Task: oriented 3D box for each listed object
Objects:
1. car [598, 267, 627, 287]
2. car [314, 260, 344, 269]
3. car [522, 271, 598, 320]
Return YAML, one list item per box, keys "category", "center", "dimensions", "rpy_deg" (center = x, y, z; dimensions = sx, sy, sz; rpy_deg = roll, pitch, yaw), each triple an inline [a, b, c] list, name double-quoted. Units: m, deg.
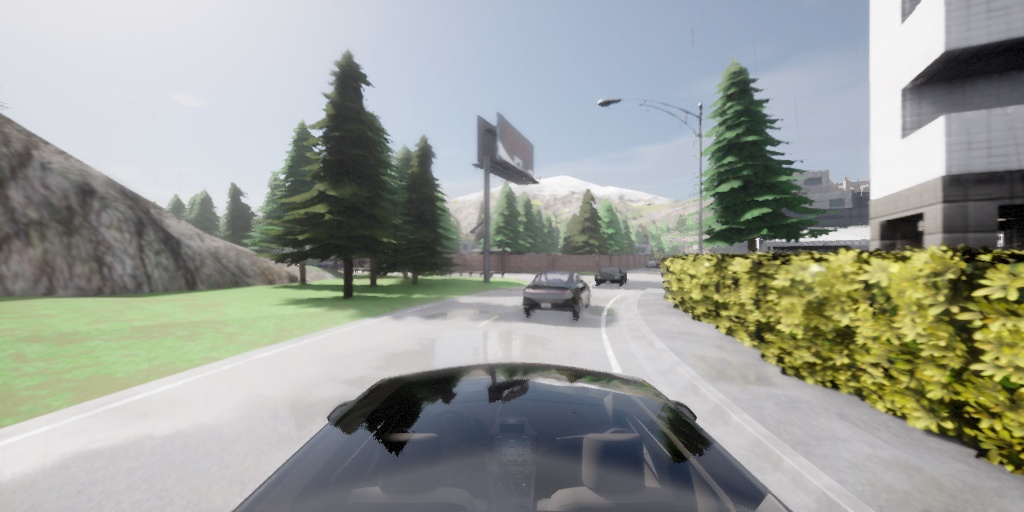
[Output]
- category: "car"
  center: [7.262, 1.466, 26.172]
  dimensions: [1.895, 1.301, 4.718]
  rpy_deg: [0, 0, 21]
- category: "car"
  center: [-27.054, 1.355, 53.094]
  dimensions: [5.357, 1.411, 2.033]
  rpy_deg: [0, 0, 29]
- category: "car"
  center: [1.767, 1.298, 13.110]
  dimensions: [2.128, 1.511, 4.902]
  rpy_deg: [0, 0, 18]
